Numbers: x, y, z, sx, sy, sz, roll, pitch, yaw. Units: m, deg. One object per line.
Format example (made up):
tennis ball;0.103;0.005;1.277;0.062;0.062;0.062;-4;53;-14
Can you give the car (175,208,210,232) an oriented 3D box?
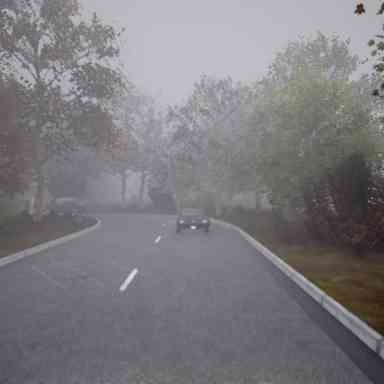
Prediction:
car;-0.053;1.615;20.063;1.895;1.301;4.718;0;0;-3

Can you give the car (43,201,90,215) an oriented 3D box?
car;-13.433;1.695;35.503;5.008;1.535;1.882;-1;-4;10
